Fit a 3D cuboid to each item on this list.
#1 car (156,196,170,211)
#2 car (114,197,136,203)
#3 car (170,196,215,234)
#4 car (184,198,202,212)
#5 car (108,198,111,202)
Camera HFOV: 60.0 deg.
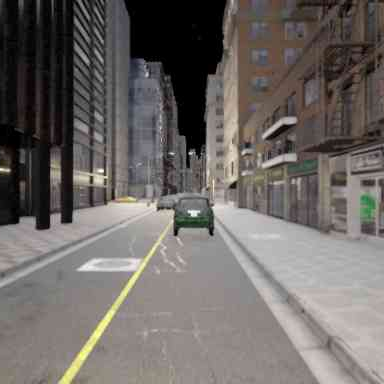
[{"bbox_3d":[-3.037,1.342,39.839,2.097,1.767,4.553,0,0,0],"label":"car"},{"bbox_3d":[-14.404,1.656,72.298,4.829,1.417,1.752,-1,0,0],"label":"car"},{"bbox_3d":[0.098,1.221,19.167,2.150,2.045,5.566,0,0,0],"label":"car"},{"bbox_3d":[0.096,1.539,40.055,2.033,1.411,5.357,0,0,0],"label":"car"},{"bbox_3d":[-19.858,1.729,72.266,4.507,1.381,1.887,-1,0,0],"label":"car"}]
